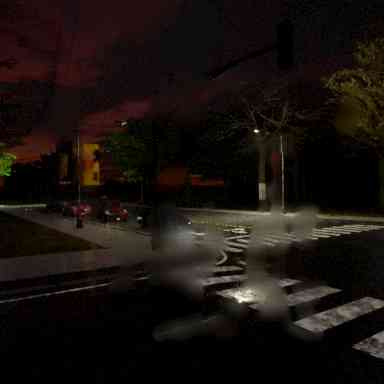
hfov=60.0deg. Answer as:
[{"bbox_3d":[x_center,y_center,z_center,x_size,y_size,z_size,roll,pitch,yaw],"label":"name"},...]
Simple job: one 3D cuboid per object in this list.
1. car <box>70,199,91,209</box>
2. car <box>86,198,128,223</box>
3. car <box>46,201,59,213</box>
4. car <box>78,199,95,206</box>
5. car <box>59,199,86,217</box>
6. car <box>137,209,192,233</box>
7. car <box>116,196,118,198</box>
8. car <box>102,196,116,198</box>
[{"bbox_3d":[-19.674,2.077,58.688,2.033,1.411,5.357,-1,0,-35],"label":"car"},{"bbox_3d":[-7.493,1.716,29.806,2.097,1.767,4.553,-1,0,-35],"label":"car"},{"bbox_3d":[-18.865,2.034,46.126,1.882,1.535,5.008,-1,0,-35],"label":"car"},{"bbox_3d":[-21.175,2.098,66.666,1.994,1.385,4.181,-1,0,-35],"label":"car"},{"bbox_3d":[-13.105,1.811,37.824,2.097,1.767,4.553,-1,0,-35],"label":"car"},{"bbox_3d":[-1.993,1.819,22.056,2.033,1.411,5.357,-1,0,-29],"label":"car"},{"bbox_3d":[-14.258,1.640,56.781,2.150,2.045,5.566,-1,1,-35],"label":"car"},{"bbox_3d":[-13.810,1.781,50.379,2.097,1.767,4.553,-1,0,-35],"label":"car"}]
